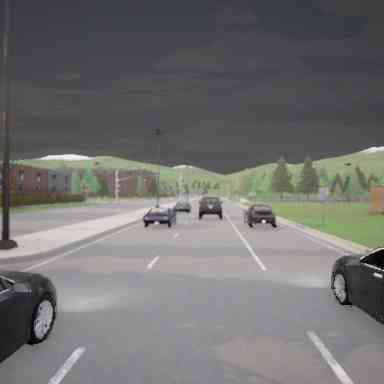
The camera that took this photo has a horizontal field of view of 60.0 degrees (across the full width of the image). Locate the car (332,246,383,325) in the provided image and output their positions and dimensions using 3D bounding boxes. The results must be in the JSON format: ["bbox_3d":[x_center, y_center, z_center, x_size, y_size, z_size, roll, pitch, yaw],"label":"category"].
[{"bbox_3d":[3.874,1.559,5.292,1.837,1.490,4.892,0,0,2],"label":"car"}]

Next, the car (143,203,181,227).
[{"bbox_3d":[-2.185,1.748,23.939,1.895,1.301,4.718,0,0,3],"label":"car"}]

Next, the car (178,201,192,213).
[{"bbox_3d":[-1.159,1.834,41.818,1.994,1.385,4.181,0,0,3],"label":"car"}]

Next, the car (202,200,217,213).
[{"bbox_3d":[2.357,1.821,43.307,1.812,1.442,4.674,0,0,4],"label":"car"}]

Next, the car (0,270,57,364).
[{"bbox_3d":[-3.167,1.514,3.572,1.837,1.490,4.892,0,0,1],"label":"car"}]

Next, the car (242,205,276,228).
[{"bbox_3d":[4.841,1.687,24.138,1.837,1.490,4.892,0,0,3],"label":"car"}]

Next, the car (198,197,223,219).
[{"bbox_3d":[1.760,1.440,31.552,2.150,2.045,5.566,0,0,3],"label":"car"}]
